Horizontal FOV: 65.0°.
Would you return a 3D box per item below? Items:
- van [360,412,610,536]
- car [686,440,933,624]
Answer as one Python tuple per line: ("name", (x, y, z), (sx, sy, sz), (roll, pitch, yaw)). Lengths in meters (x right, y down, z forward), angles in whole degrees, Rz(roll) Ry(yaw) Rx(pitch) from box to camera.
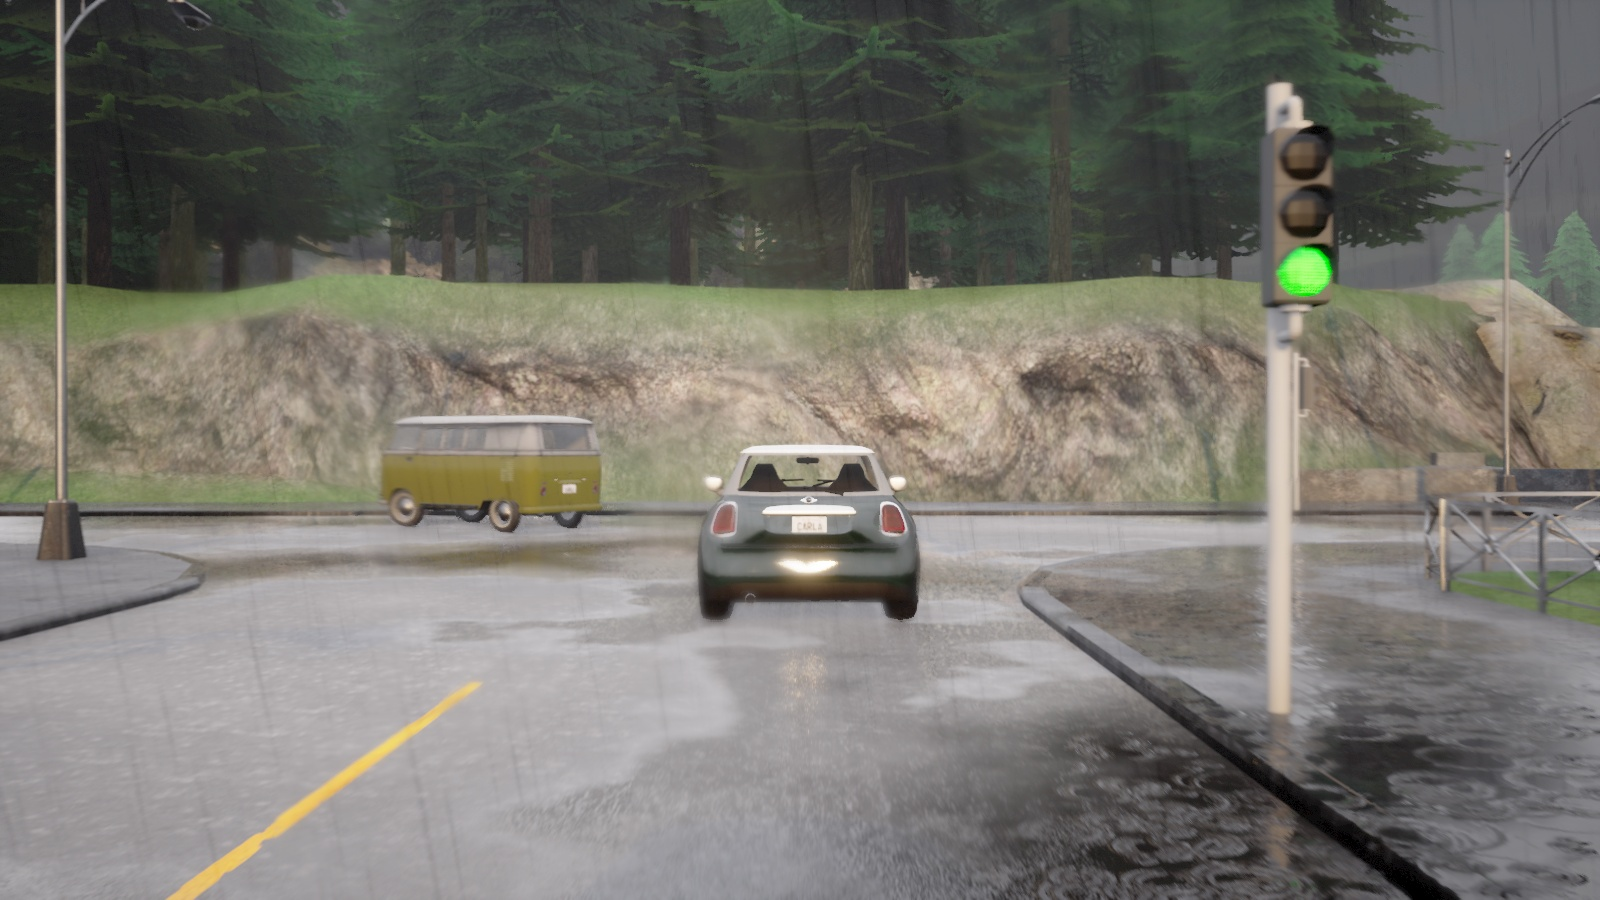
("van", (-5.597, 0.370, 22.107), (4.442, 1.987, 1.775), (0, 0, 35))
("car", (0.054, 0.645, 11.928), (1.970, 1.475, 3.806), (0, 0, -1))
